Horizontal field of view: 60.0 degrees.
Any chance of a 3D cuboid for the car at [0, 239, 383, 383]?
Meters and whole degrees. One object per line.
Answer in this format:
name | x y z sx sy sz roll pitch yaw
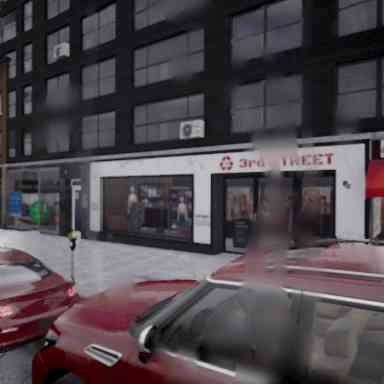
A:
car | 0.930 1.318 2.409 5.009 1.841 2.192 0 0 35
